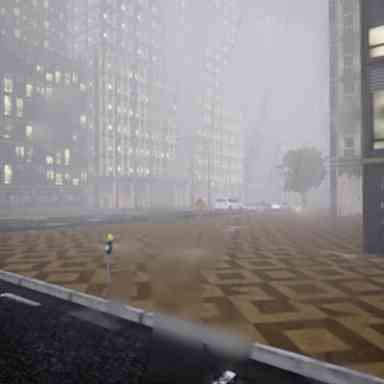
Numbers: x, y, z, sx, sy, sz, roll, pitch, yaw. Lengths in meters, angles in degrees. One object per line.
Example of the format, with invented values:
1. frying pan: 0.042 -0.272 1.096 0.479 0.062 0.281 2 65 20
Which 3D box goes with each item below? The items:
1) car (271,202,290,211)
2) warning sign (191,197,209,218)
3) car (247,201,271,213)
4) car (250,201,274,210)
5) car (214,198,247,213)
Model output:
1. car: 14.810 2.356 55.701 1.812 1.442 4.674 -1 -1 36
2. warning sign: 0.773 1.471 31.691 1.300 1.860 1.060 1 0 36
3. car: 9.132 2.273 47.863 1.895 1.301 4.718 -1 -1 37
4. car: 12.188 2.350 57.621 2.128 1.511 4.902 -1 -1 36
5. car: 5.369 1.893 48.251 2.150 2.045 5.566 -1 -1 36
